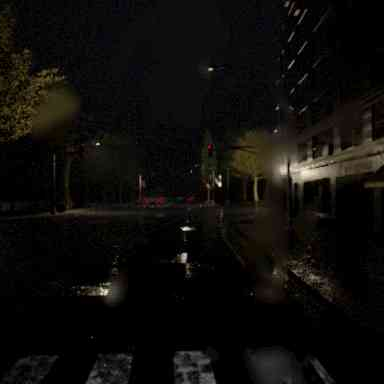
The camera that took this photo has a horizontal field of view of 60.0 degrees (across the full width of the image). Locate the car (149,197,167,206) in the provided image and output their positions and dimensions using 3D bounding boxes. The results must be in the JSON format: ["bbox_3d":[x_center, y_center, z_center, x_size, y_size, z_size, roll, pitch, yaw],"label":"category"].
[{"bbox_3d":[-6.553,1.810,64.261,1.882,1.535,5.008,0,-1,0],"label":"car"}]

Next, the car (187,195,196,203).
[{"bbox_3d":[-0.077,1.952,93.314,2.150,2.045,5.566,0,-1,0],"label":"car"}]

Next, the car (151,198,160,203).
[{"bbox_3d":[-9.824,2.264,89.299,1.895,1.301,4.718,0,-1,0],"label":"car"}]

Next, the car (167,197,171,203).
[{"bbox_3d":[-6.562,2.006,74.898,2.033,1.411,5.357,0,-1,0],"label":"car"}]

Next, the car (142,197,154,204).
[{"bbox_3d":[-9.812,1.988,74.695,2.128,1.511,4.902,0,-1,0],"label":"car"}]

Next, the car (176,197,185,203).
[{"bbox_3d":[-3.327,2.087,93.641,2.097,1.767,4.553,0,-1,0],"label":"car"}]

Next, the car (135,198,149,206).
[{"bbox_3d":[-9.803,1.810,64.259,1.882,1.535,5.008,0,-1,0],"label":"car"}]

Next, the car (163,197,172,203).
[{"bbox_3d":[-6.574,2.170,89.400,1.837,1.490,4.892,0,-1,0],"label":"car"}]
